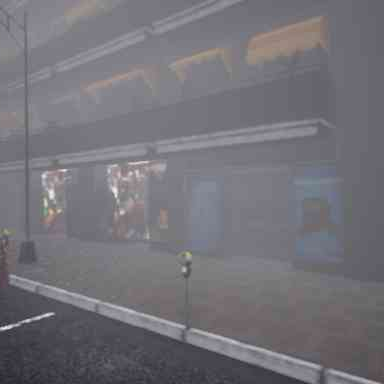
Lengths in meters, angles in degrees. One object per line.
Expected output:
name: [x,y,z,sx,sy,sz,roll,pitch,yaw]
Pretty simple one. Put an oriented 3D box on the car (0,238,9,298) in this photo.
car: [-5.679,1.288,6.753,5.009,1.841,2.192,0,-1,35]
